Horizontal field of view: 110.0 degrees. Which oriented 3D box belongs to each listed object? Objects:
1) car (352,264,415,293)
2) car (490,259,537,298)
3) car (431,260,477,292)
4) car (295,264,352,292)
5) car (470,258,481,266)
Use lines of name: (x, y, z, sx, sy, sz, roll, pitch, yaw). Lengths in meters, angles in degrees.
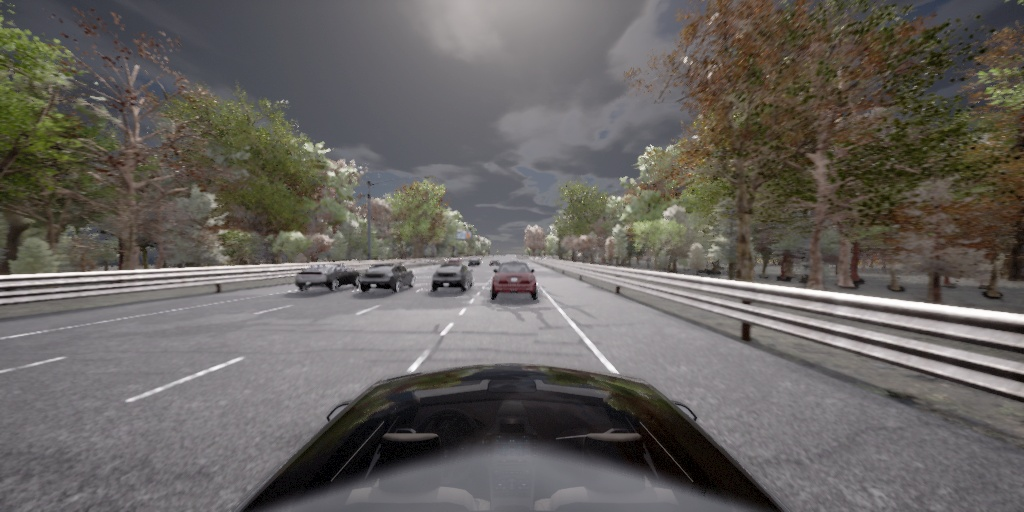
car: (-6.895, 1.207, 20.285, 1.837, 1.490, 4.892, 0, 1, 0)
car: (0.100, 1.057, 18.089, 2.097, 1.767, 4.553, 0, 0, 0)
car: (-3.393, 1.205, 20.945, 1.837, 1.490, 4.892, 0, 1, 0)
car: (-10.392, 1.192, 20.709, 2.128, 1.511, 4.902, 0, 0, 0)
car: (-6.655, 1.068, 65.122, 1.882, 1.535, 5.008, 0, 0, 0)
